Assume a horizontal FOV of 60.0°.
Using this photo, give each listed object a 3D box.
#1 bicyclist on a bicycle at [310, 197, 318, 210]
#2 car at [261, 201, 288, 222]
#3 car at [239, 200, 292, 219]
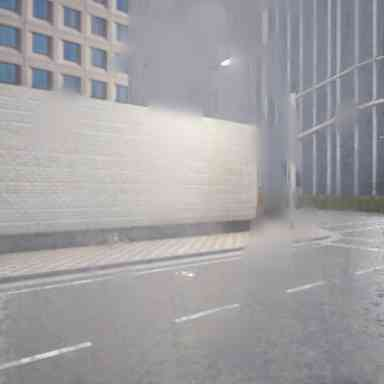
[{"bbox_3d":[15.285,1.486,41.559,1.656,1.620,0.582,0,0,-36],"label":"bicyclist on a bicycle"},{"bbox_3d":[5.687,1.608,28.374,1.882,1.535,5.008,0,0,-36],"label":"car"},{"bbox_3d":[7.065,1.634,32.460,2.128,1.511,4.902,0,0,-36],"label":"car"}]
